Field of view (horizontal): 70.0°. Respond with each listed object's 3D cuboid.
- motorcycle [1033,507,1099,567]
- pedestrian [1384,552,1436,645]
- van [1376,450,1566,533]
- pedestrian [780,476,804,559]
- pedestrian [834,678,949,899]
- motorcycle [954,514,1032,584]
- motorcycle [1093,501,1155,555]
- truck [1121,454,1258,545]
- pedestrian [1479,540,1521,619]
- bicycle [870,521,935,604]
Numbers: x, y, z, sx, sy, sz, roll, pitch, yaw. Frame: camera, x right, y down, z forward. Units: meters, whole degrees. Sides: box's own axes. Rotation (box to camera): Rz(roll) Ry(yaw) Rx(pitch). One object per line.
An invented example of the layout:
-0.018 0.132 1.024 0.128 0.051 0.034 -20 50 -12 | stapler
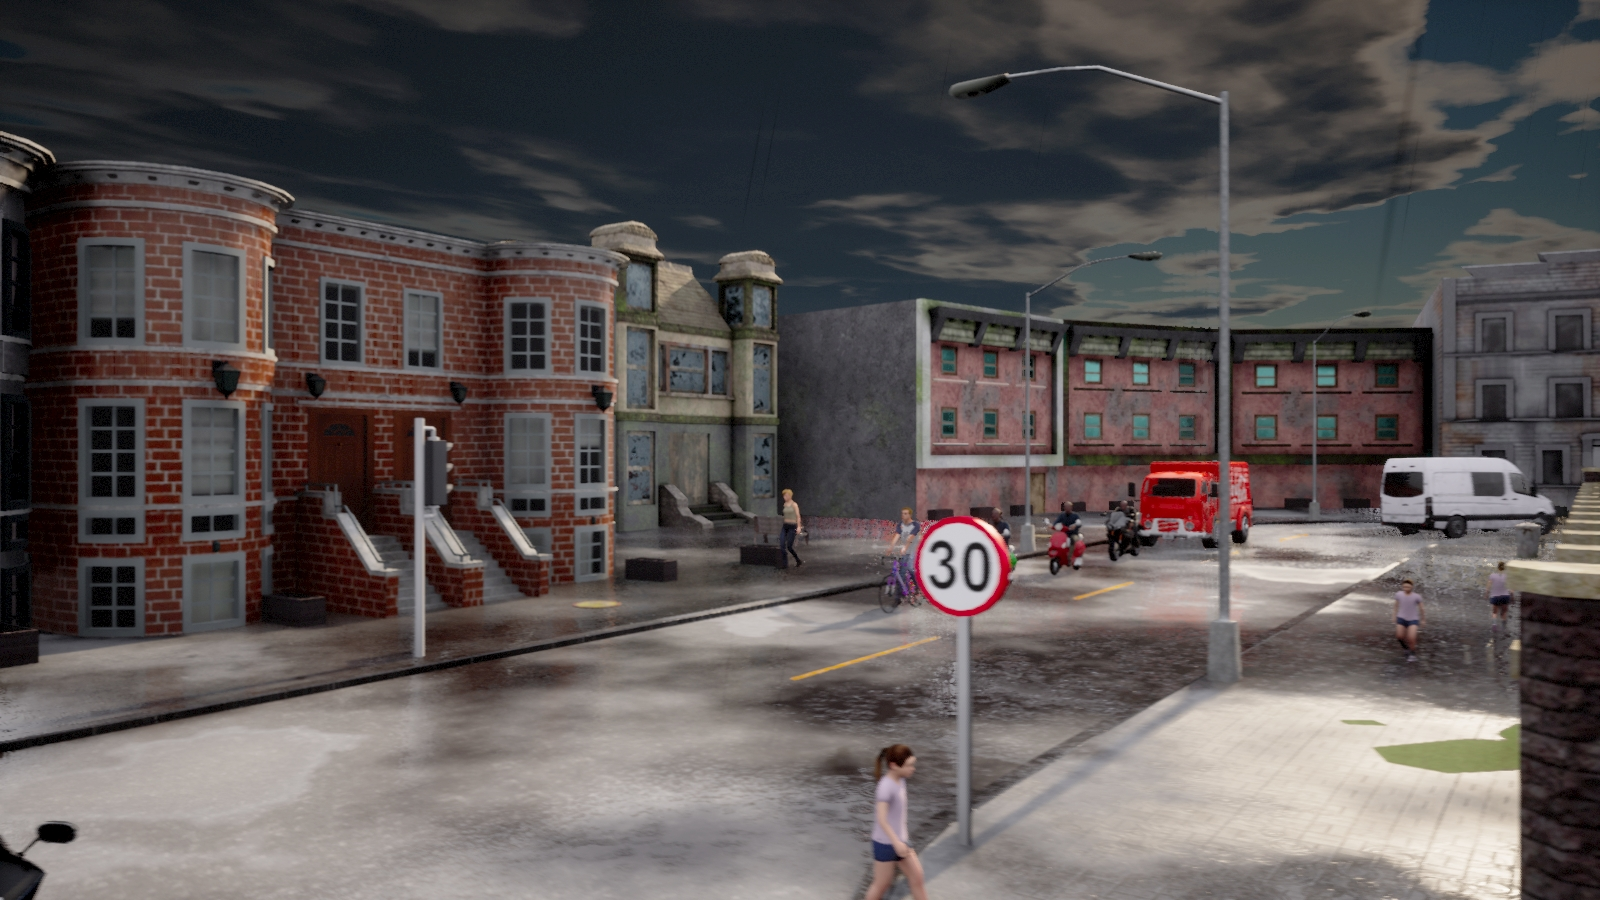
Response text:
6.080 1.963 26.095 0.856 1.236 1.805 0 0 35 | motorcycle
7.846 1.898 14.694 0.500 1.100 0.500 0 0 40 | pedestrian
21.973 1.316 37.408 5.915 2.561 1.988 0 -2 -19 | van
-0.179 1.527 25.913 0.375 1.860 0.375 0 0 43 | pedestrian
0.518 1.897 6.408 0.500 1.100 0.500 0 0 26 | pedestrian
3.904 1.963 22.999 0.856 1.236 1.805 0 0 35 | motorcycle
8.381 1.986 29.489 0.867 1.251 2.209 0 0 35 | motorcycle
11.663 1.349 33.942 2.627 2.467 5.204 0 0 33 | truck
10.352 1.904 16.898 0.500 1.100 0.500 0 0 35 | pedestrian
1.812 1.937 20.012 0.373 1.296 1.643 0 0 35 | bicycle
